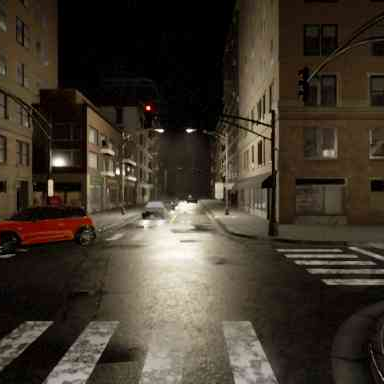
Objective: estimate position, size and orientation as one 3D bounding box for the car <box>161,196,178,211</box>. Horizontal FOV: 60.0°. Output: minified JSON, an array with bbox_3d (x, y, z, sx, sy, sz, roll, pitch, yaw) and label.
[{"bbox_3d":[-3.139,1.318,40.799,2.097,1.767,4.553,0,0,0],"label":"car"}]

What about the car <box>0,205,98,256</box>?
[{"bbox_3d":[-6.203,1.342,13.299,4.553,1.767,2.097,0,-1,-45],"label":"car"}]

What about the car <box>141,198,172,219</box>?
[{"bbox_3d":[-3.132,1.528,28.793,2.033,1.411,5.357,0,0,0],"label":"car"}]

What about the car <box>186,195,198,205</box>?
[{"bbox_3d":[0.031,1.439,59.266,2.128,1.511,4.902,0,0,0],"label":"car"}]

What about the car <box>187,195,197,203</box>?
[{"bbox_3d":[0.017,1.428,69.630,2.128,1.511,4.902,0,0,0],"label":"car"}]
